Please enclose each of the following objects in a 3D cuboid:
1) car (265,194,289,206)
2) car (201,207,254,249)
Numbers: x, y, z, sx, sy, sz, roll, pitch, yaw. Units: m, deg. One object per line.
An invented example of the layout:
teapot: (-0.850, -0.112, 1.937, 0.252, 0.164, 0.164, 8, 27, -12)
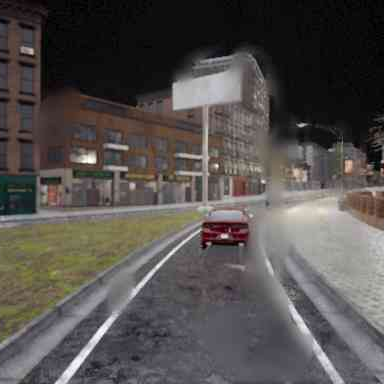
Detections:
car: (9.955, 0.898, 38.722, 1.994, 1.385, 4.181, 0, 1, 27)
car: (1.573, 1.378, 14.184, 1.882, 1.535, 5.008, 0, 1, 10)
